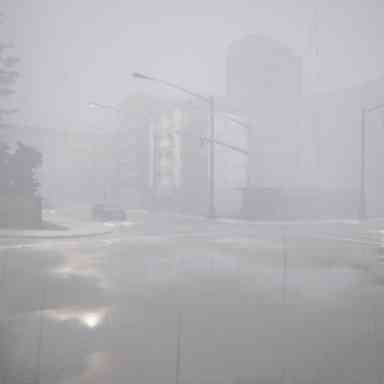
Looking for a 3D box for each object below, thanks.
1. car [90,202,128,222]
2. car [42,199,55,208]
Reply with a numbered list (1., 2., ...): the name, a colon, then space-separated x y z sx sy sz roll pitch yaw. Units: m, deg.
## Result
1. car: -7.078 1.660 28.094 1.837 1.490 4.892 1 0 -35
2. car: -21.533 1.600 48.702 1.895 1.301 4.718 1 0 -35
